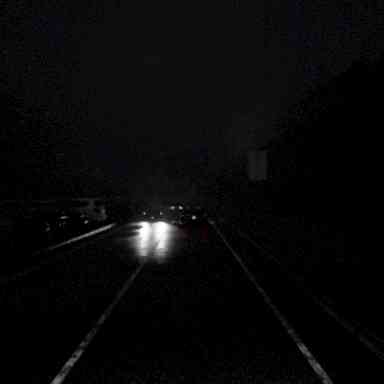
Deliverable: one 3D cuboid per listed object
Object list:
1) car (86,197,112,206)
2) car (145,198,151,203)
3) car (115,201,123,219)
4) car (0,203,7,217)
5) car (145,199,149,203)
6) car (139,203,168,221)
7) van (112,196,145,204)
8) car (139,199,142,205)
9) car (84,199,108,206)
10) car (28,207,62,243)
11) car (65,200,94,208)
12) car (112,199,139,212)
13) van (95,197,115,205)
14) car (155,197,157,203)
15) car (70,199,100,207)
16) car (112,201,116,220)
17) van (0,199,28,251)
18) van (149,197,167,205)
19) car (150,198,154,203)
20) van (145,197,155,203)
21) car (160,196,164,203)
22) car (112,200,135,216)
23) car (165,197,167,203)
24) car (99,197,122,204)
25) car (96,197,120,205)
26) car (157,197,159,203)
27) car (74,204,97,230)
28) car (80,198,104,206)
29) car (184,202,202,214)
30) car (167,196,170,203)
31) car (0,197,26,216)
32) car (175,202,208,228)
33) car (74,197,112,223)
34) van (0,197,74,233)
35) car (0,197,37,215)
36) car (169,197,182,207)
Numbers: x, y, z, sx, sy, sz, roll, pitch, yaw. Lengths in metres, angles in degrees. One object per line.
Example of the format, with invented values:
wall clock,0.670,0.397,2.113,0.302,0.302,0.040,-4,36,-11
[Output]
car,-21.986,2.171,78.823,5.566,2.045,2.435,0,-1,0
car,-8.829,2.042,48.502,4.792,1.488,2.163,0,-1,0
car,-8.817,1.788,28.883,4.792,1.488,2.163,0,-1,0
car,-21.926,1.861,34.151,4.674,1.452,2.002,0,-1,0
car,-8.828,2.004,45.699,4.792,1.488,2.163,0,-1,0
car,-3.327,1.908,30.338,1.895,1.301,4.718,0,-1,0
van,-8.738,1.711,42.900,4.442,1.987,1.878,0,-1,0
car,-8.882,1.929,40.093,4.792,1.488,2.163,0,-1,0
car,-21.927,2.415,76.044,4.792,1.488,2.163,0,-1,0
car,-8.833,1.613,14.869,4.892,1.521,2.231,0,-1,0
car,-21.954,2.236,64.941,4.892,1.521,2.231,0,-1,0
car,-9.037,1.858,37.290,5.366,1.575,1.946,0,-1,0
van,-22.077,2.272,84.373,4.442,1.987,1.878,0,-1,0
car,-8.895,2.001,56.913,4.553,1.767,2.185,0,-1,0
car,-21.765,2.270,67.718,5.366,1.575,1.946,0,-1,0
car,-8.840,1.728,26.086,4.892,1.521,2.231,0,-1,0
van,-8.722,1.357,12.067,4.442,1.987,1.878,0,-1,0
van,-8.999,2.316,87.746,4.442,1.987,1.878,0,-1,0
car,-8.855,2.050,51.306,5.008,1.535,2.097,0,-1,0
van,-8.745,1.863,54.112,4.442,1.987,1.878,0,-1,0
car,-8.840,1.988,65.324,5.566,2.045,2.435,0,-1,0
car,-8.844,1.825,34.491,5.008,1.535,2.097,0,-1,0
car,-8.869,2.392,76.533,4.892,1.521,2.231,0,-1,0
car,-21.935,2.316,89.926,5.566,2.045,2.435,0,-1,0
car,-21.991,2.284,87.149,5.566,2.045,2.435,0,-1,0
car,-8.834,2.038,59.716,4.553,1.767,2.185,0,-1,0
car,-8.836,1.669,20.475,5.008,1.535,2.097,0,-1,0
car,-21.984,2.222,73.269,4.553,1.767,2.185,0,-1,0
car,0.129,2.003,42.214,2.033,1.411,5.357,0,-1,0
car,-8.853,2.254,84.946,5.566,2.045,2.435,0,-1,0
car,-21.902,1.607,37.062,5.566,2.045,2.435,0,-1,0
car,0.118,1.746,24.315,2.163,1.488,4.792,0,-1,0
car,-8.871,1.447,23.281,5.566,2.045,2.435,0,-1,0
van,-8.956,1.415,17.674,4.442,1.987,1.878,0,-1,0
car,-21.904,1.643,39.723,5.566,2.045,2.435,0,-1,0
car,-3.198,2.285,70.769,1.882,1.535,5.008,0,-1,0
